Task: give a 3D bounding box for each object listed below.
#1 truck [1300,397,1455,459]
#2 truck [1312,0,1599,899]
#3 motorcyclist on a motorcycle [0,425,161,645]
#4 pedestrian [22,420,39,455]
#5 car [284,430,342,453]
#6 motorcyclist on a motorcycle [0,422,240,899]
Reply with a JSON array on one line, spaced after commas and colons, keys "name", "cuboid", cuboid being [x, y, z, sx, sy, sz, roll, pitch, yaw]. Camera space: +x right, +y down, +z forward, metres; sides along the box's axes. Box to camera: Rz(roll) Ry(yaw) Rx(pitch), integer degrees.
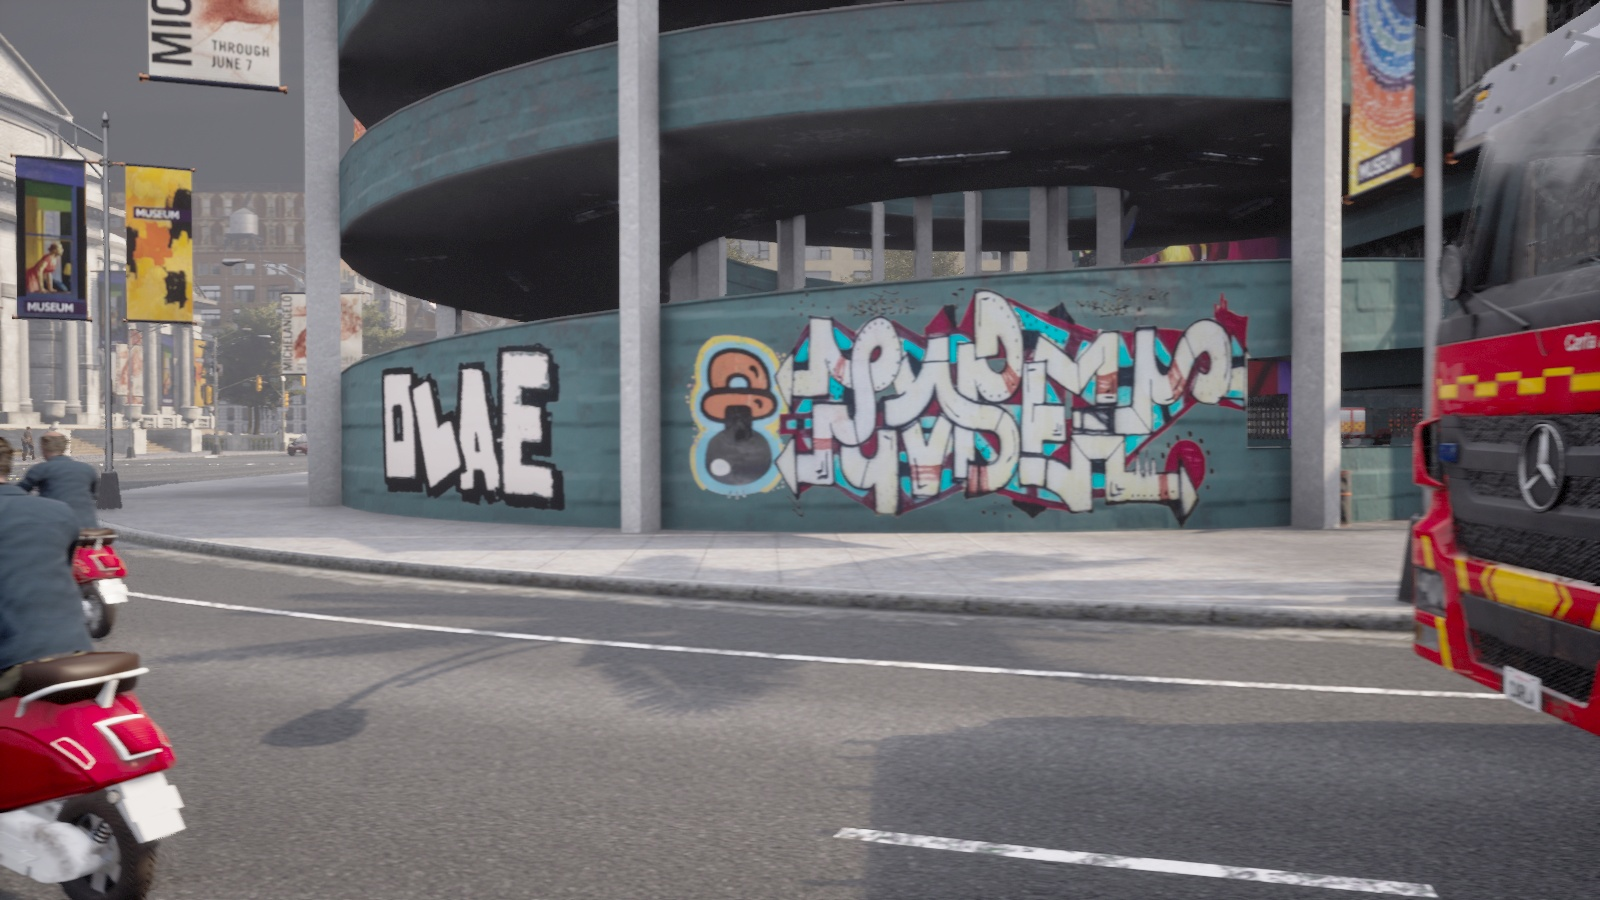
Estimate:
[{"name": "truck", "cuboid": [36.426, -1.396, 79.350, 8.468, 3.827, 2.891, 0, 1, -1]}, {"name": "truck", "cuboid": [6.906, -0.386, 5.040, 8.468, 3.827, 2.891, 0, 1, 5]}, {"name": "motorcyclist on a motorcycle", "cuboid": [-6.004, 0.605, 9.934, 1.817, 1.590, 0.866, 1, 1, 31]}, {"name": "pedestrian", "cuboid": [-40.184, -0.674, 65.588, 0.328, 1.805, 0.869, 0, 1, 0]}, {"name": "car", "cuboid": [-33.326, -0.614, 86.063, 2.163, 1.488, 4.792, 0, 1, -1]}, {"name": "motorcyclist on a motorcycle", "cuboid": [-2.972, 0.702, 4.362, 1.817, 1.590, 0.866, 1, 1, 23]}]
